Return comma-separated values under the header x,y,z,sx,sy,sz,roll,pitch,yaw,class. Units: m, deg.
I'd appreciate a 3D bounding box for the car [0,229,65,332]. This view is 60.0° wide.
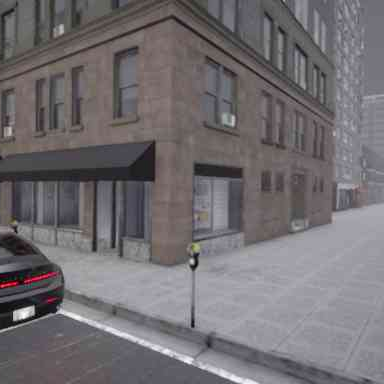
x,y,z,sx,sy,sz,roll,pitch,yaw,class
-4.301,1.409,6.055,4.892,1.490,1.837,1,1,36,car
